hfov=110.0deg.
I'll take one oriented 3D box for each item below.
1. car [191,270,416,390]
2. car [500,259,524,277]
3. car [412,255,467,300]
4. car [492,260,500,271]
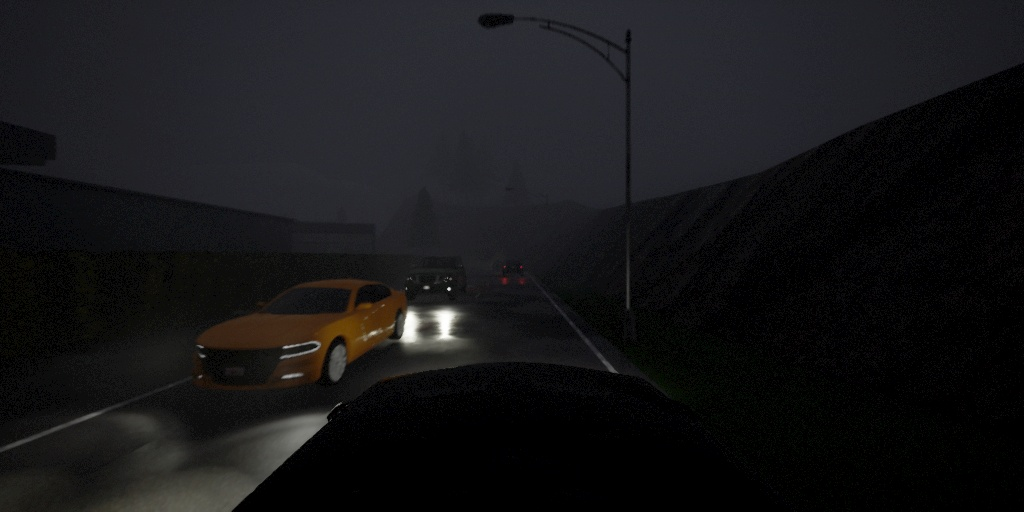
[{"bbox_3d":[-3.593,1.224,7.148,1.882,1.535,5.008,0,0,0],"label":"car"},{"bbox_3d":[0.045,1.098,36.293,2.097,1.767,4.553,0,0,-2],"label":"car"},{"bbox_3d":[-3.562,0.966,17.840,2.150,2.045,5.566,0,0,1],"label":"car"},{"bbox_3d":[-1.518,1.235,49.340,2.128,1.511,4.902,0,0,-13],"label":"car"}]
